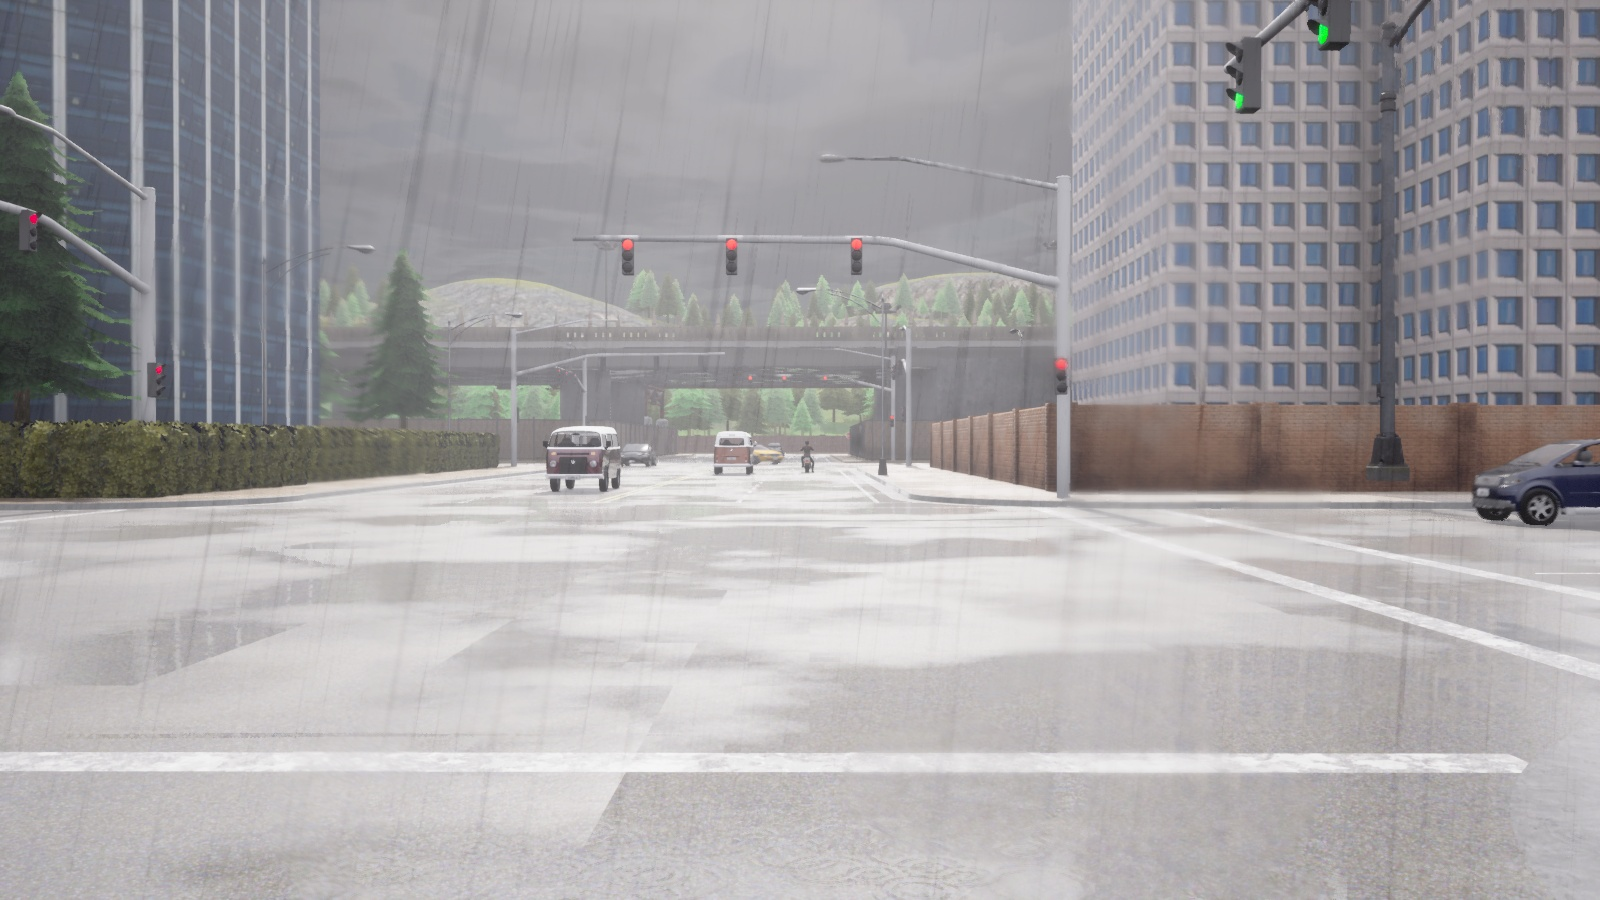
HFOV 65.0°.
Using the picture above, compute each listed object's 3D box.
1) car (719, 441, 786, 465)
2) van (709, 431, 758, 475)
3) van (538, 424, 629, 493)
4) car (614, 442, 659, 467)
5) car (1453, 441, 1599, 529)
[{"bbox_3d":[-3.211,0.177,84.164,1.801,1.575,5.366,0,0,-36],"label":"car"},{"bbox_3d":[-3.158,0.126,60.408,2.069,2.038,4.480,0,0,0],"label":"van"},{"bbox_3d":[-6.770,0.240,39.687,2.069,2.038,4.480,0,0,0],"label":"van"},{"bbox_3d":[-10.065,0.277,77.673,2.163,1.488,4.792,0,0,0],"label":"car"},{"bbox_3d":[14.277,0.607,22.985,3.705,1.549,1.789,0,0,1],"label":"car"}]
